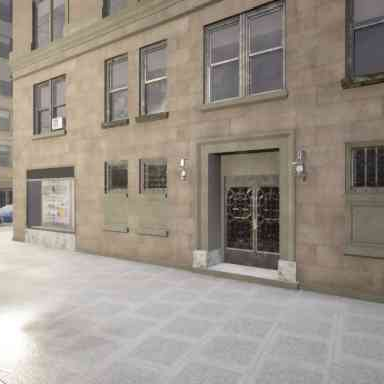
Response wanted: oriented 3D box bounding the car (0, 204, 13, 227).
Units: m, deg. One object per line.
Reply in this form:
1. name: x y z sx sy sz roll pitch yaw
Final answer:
1. car: -11.889 1.512 23.033 2.033 1.411 5.357 0 0 39
